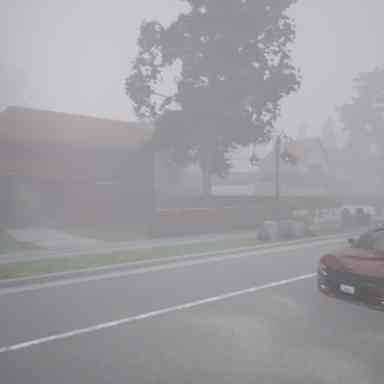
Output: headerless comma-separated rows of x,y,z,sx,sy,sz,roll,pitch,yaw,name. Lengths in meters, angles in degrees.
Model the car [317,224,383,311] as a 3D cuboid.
4.832,1.465,7.432,5.008,1.535,1.882,0,0,-35,car
